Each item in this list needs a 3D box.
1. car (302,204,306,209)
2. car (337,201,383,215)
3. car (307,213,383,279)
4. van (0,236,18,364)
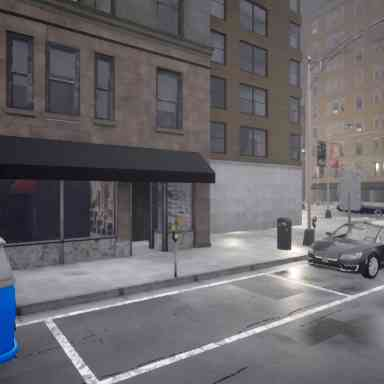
[{"bbox_3d":[10.514,1.432,38.895,2.033,1.411,5.357,0,0,-36],"label":"car"},{"bbox_3d":[16.193,1.531,31.028,1.895,1.301,4.718,0,0,-36],"label":"car"},{"bbox_3d":[5.252,1.551,9.951,4.403,1.369,2.008,0,0,-36],"label":"car"},{"bbox_3d":[-3.958,1.341,3.364,3.998,1.788,1.690,0,0,-36],"label":"van"}]
